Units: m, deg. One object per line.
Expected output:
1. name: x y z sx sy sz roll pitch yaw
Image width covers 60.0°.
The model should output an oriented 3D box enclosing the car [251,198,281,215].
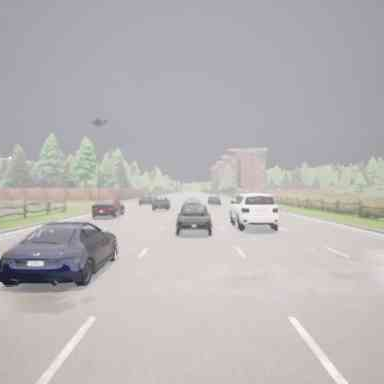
1. car: 7.043 1.344 32.233 1.812 1.442 4.674 0 0 0

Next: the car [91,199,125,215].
1. car: -6.936 1.320 27.954 1.882 1.535 5.008 0 1 0

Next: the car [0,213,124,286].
1. car: -3.397 1.512 9.241 1.994 1.385 4.181 0 0 0

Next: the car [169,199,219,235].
1. car: 0.095 1.390 18.160 2.128 1.511 4.902 0 0 0

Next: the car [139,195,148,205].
1. car: -7.054 1.200 51.956 2.128 1.511 4.902 0 0 0

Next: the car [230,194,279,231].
1. car: 3.598 1.110 20.004 2.150 2.045 5.566 0 0 0

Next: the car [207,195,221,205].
1. car: 3.445 1.197 52.511 2.128 1.511 4.902 0 0 0

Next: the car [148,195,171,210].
1. car: -3.487 1.276 38.449 2.128 1.511 4.902 0 0 0
